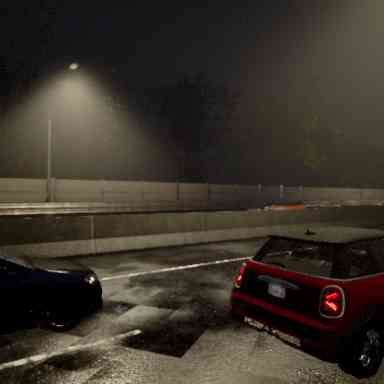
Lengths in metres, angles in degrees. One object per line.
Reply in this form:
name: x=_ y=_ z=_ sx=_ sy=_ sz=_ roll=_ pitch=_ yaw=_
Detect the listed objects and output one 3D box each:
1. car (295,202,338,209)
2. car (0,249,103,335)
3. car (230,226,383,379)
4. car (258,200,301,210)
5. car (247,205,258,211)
car: x=11.632 y=1.825 z=29.475 sx=4.718 sy=1.301 sz=1.895 roll=1 pitch=0 yaw=-35
car: x=-3.650 y=1.565 z=5.442 sx=4.181 sy=1.385 sz=1.994 roll=1 pitch=0 yaw=-35
car: x=2.892 y=1.398 z=5.808 sx=4.553 sy=1.767 sz=2.097 roll=1 pitch=0 yaw=-35
car: x=8.934 y=1.569 z=31.848 sx=4.553 sy=1.767 sz=2.097 roll=1 pitch=0 yaw=-35
car: x=7.960 y=1.755 z=35.461 sx=4.674 sy=1.442 sz=1.812 roll=1 pitch=0 yaw=-35
